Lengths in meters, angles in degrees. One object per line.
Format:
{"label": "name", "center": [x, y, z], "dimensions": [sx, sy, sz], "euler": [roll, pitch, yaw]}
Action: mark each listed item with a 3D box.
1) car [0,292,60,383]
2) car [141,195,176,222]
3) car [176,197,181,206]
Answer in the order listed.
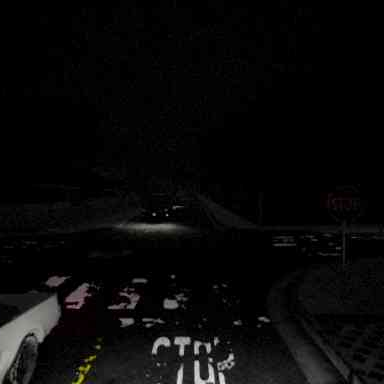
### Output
{"label": "car", "center": [-2.754, 1.602, 2.377], "dimensions": [1.895, 1.301, 4.718], "euler": [0, 0, 0]}
{"label": "car", "center": [-2.719, 1.248, 26.771], "dimensions": [2.150, 2.045, 5.566], "euler": [0, 0, 0]}
{"label": "car", "center": [-2.686, 1.494, 52.523], "dimensions": [2.033, 1.411, 5.357], "euler": [0, 0, 0]}
